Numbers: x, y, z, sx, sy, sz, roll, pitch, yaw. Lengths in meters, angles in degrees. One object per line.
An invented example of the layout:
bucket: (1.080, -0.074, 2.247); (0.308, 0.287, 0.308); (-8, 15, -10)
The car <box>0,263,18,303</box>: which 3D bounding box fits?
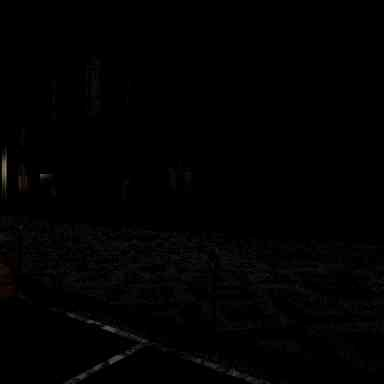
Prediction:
car: (-5.461, 1.526, 6.877); (4.829, 1.417, 1.752); (0, 0, 36)
